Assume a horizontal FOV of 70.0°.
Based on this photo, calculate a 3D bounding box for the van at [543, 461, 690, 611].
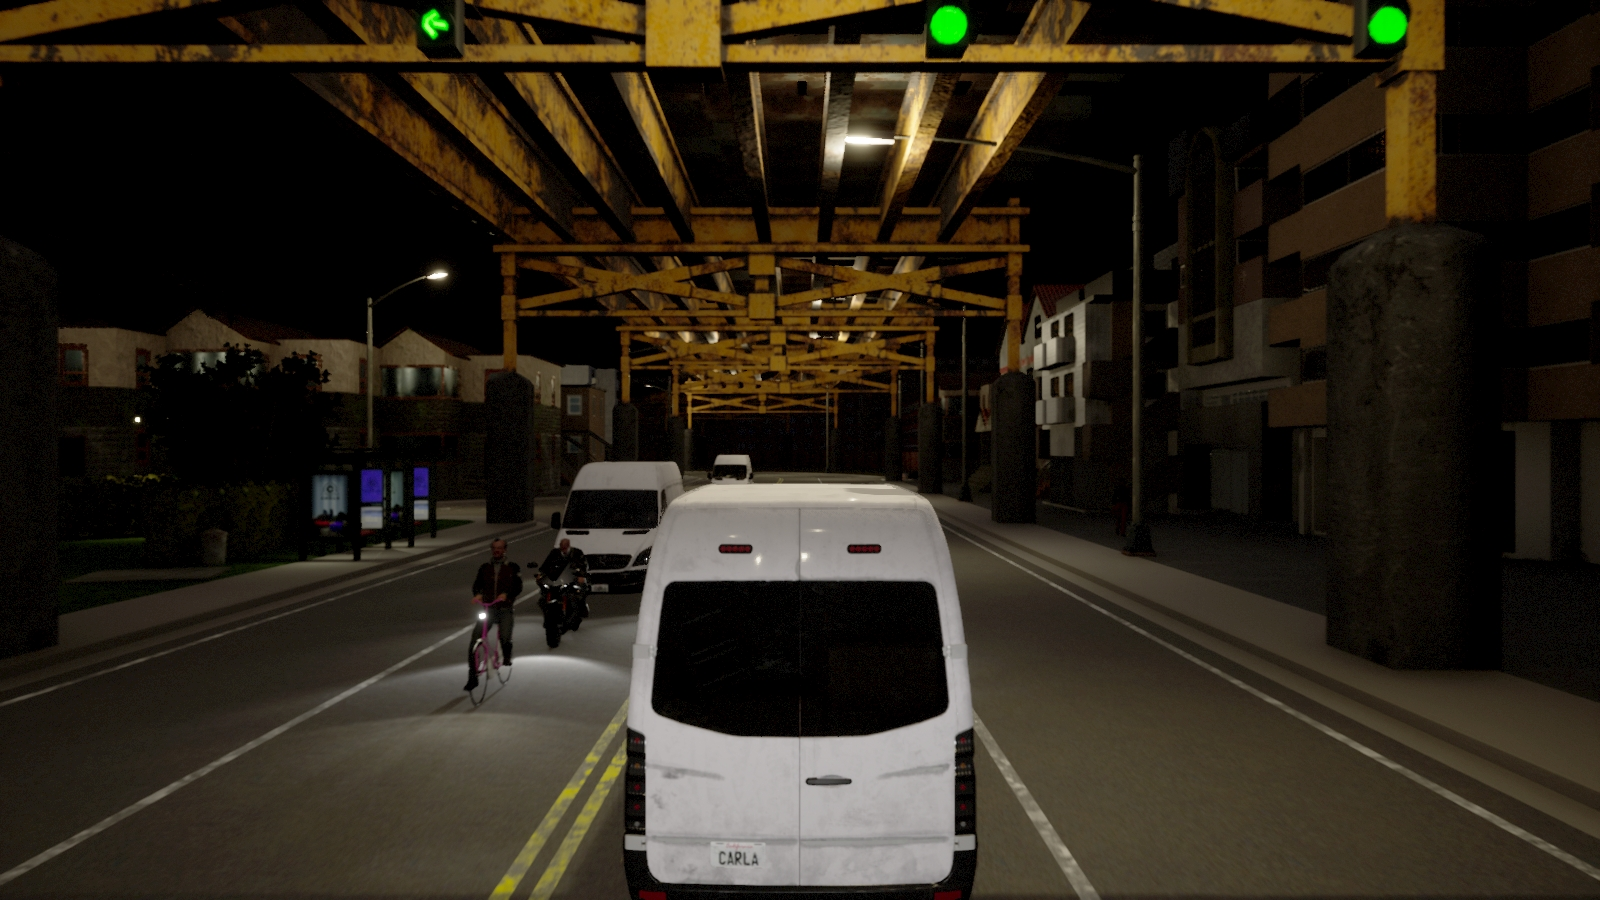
[{"bbox_3d":[-3.481,1.532,22.894,1.988,2.561,5.915,0,0,0],"label":"van"}]

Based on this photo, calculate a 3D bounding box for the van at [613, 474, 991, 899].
[{"bbox_3d":[0.011,1.533,8.966,1.988,2.561,5.915,0,0,0],"label":"van"}]

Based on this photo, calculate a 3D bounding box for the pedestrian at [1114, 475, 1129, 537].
[{"bbox_3d":[9.742,1.697,34.632,0.375,1.860,0.375,0,0,1],"label":"pedestrian"}]

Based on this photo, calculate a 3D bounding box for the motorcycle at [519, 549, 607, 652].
[{"bbox_3d":[-3.496,2.201,17.069,0.867,1.254,2.209,0,0,0],"label":"motorcycle"}]

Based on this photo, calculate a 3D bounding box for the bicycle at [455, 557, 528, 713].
[{"bbox_3d":[-3.491,2.046,13.030,0.329,1.496,1.835,0,0,0],"label":"bicycle"}]
